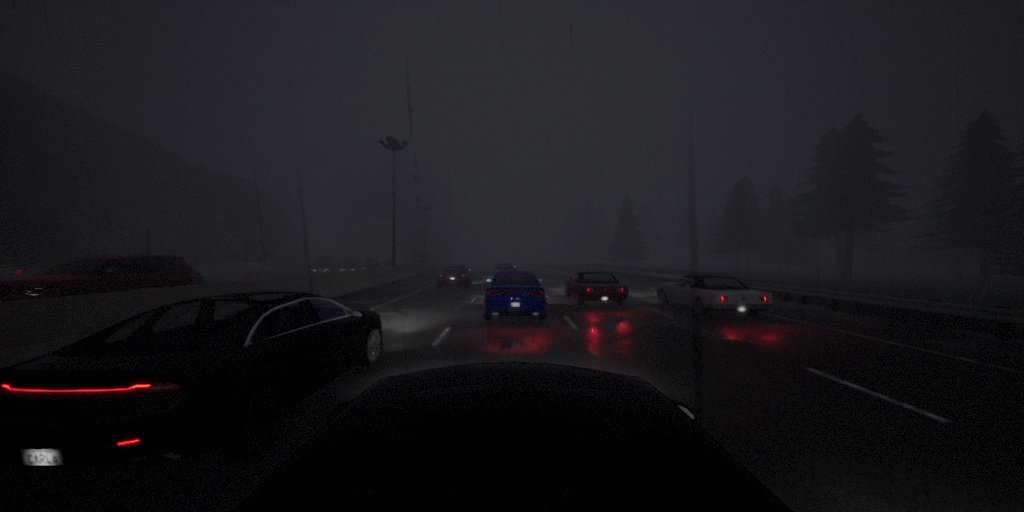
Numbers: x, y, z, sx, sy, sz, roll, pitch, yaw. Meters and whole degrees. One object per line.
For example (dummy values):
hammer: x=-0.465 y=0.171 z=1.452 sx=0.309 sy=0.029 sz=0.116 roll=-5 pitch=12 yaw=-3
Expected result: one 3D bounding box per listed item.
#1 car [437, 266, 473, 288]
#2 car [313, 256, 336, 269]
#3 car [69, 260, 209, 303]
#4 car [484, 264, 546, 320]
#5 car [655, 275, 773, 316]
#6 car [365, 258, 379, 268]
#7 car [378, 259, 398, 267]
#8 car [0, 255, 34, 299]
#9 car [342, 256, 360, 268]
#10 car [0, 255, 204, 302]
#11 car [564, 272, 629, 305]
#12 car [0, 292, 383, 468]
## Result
car: x=-3.673 y=1.315 z=23.523 sx=1.994 sy=1.385 sz=4.181 roll=0 pitch=0 yaw=-3
car: x=-29.407 y=0.972 z=56.440 sx=2.150 sy=2.045 sz=5.566 roll=0 pitch=0 yaw=-12
car: x=-17.699 y=1.102 z=17.446 sx=2.097 sy=1.767 sz=4.553 roll=0 pitch=0 yaw=-1
car: x=0.092 y=1.228 z=12.676 sx=1.882 sy=1.535 sz=5.008 roll=0 pitch=0 yaw=0
car: x=7.090 y=1.352 z=13.285 sx=1.895 sy=1.301 sz=4.718 roll=0 pitch=0 yaw=0
car: x=-22.832 y=1.103 z=59.056 sx=2.097 sy=1.767 sz=4.553 roll=0 pitch=0 yaw=-13
car: x=-17.920 y=1.229 z=52.715 sx=1.882 sy=1.535 sz=5.008 roll=0 pitch=0 yaw=-11
car: x=-24.634 y=0.970 z=14.879 sx=2.150 sy=2.045 sz=5.566 roll=0 pitch=0 yaw=-1
car: x=-26.480 y=0.973 z=59.385 sx=2.150 sy=2.045 sz=5.566 roll=0 pitch=0 yaw=-13
car: x=-14.118 y=0.971 z=12.447 sx=2.150 sy=2.045 sz=5.566 roll=0 pitch=0 yaw=0
car: x=3.565 y=1.351 z=16.079 sx=1.895 sy=1.301 sz=4.718 roll=0 pitch=0 yaw=-1
car: x=-3.397 y=1.242 z=5.019 sx=2.128 sy=1.511 sz=4.902 roll=0 pitch=0 yaw=0
